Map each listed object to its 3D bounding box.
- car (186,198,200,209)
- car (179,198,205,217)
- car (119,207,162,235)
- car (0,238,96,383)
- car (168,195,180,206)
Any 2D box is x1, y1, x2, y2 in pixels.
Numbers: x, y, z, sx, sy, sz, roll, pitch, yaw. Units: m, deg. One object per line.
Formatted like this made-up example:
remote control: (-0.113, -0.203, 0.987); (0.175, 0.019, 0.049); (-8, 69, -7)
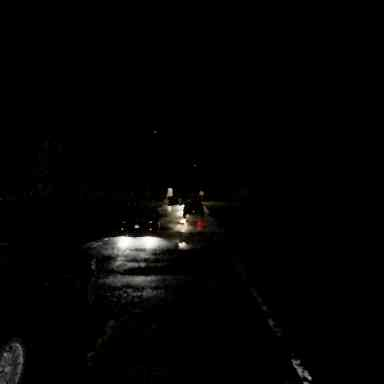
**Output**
car: (0.162, 1.590, 45.939); (1.895, 1.301, 4.718); (0, 0, 0)
car: (0.135, 1.492, 31.150); (2.128, 1.511, 4.902); (0, 0, 0)
car: (-2.795, 1.565, 18.801); (1.994, 1.385, 4.181); (0, 0, 0)
car: (-2.843, 1.525, 5.129); (1.812, 1.442, 4.674); (0, 0, 0)
car: (-2.666, 1.329, 53.131); (2.097, 1.767, 4.553); (0, 0, 0)
